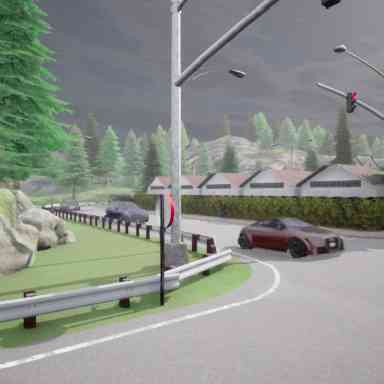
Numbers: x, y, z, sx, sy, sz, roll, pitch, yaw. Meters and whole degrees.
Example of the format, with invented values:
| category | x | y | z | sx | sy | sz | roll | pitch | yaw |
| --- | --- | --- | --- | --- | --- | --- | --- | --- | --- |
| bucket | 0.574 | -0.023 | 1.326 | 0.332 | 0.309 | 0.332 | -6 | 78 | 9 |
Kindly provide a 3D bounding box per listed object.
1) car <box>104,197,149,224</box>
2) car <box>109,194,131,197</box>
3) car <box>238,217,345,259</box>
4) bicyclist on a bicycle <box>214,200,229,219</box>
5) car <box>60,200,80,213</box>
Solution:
| category | x | y | z | sx | sy | sz | roll | pitch | yaw |
| --- | --- | --- | --- | --- | --- | --- | --- | --- | --- |
| car | -5.161 | 1.543 | 26.046 | 2.097 | 1.767 | 4.553 | 0 | 0 | -35 |
| car | -10.955 | 1.398 | 53.198 | 2.150 | 2.045 | 5.566 | 0 | 0 | 33 |
| car | 3.768 | 1.717 | 13.266 | 1.994 | 1.385 | 4.181 | 0 | -2 | -35 |
| bicyclist on a bicycle | 2.525 | 1.494 | 28.091 | 1.656 | 1.620 | 0.582 | 0 | 0 | -35 |
| car | -14.883 | 1.679 | 40.396 | 2.128 | 1.511 | 4.902 | 0 | 0 | -27 |
